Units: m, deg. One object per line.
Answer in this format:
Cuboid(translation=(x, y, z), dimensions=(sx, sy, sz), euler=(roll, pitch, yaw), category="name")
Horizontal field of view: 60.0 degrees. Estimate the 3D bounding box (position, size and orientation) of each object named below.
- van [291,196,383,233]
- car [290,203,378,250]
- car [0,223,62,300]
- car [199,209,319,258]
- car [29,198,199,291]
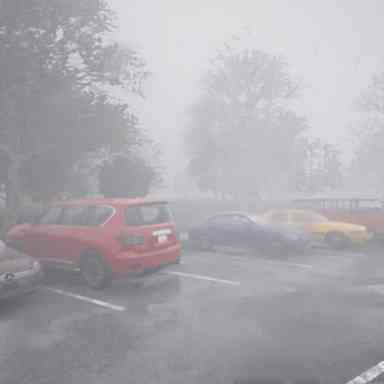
Cuboid(translation=(7.019, 1.175, 15.863), dimensions=(4.442, 1.987, 1.878), euler=(-1, -1, 36), category="van")
Cuboid(translation=(4.625, 1.412, 14.144), dimensions=(5.366, 1.575, 1.946), euler=(-1, -1, 35), category="car")
Cuboid(translation=(-5.268, 1.525, 7.450), dimensions=(4.674, 1.452, 2.002), euler=(-1, -1, 34), category="car")
Cuboid(translation=(2.027, 1.473, 12.565), dimensions=(4.674, 1.452, 2.002), euler=(-1, -1, 35), category="car")
Cuboid(translation=(-2.873, 1.216, 9.177), dimensions=(5.566, 2.045, 2.435), euler=(-1, 0, 35), category="car")
